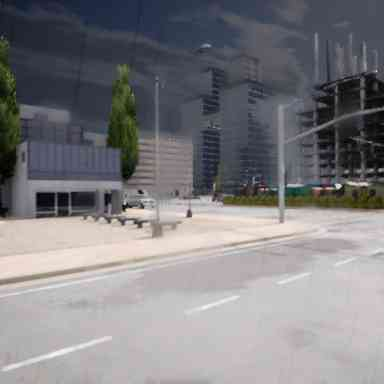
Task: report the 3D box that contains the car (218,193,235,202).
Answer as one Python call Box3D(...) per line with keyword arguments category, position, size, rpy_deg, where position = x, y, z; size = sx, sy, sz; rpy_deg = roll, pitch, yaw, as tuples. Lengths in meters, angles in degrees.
Box3D(category="car", position=(7.787, 1.373, 67.950), size=(3.806, 1.475, 1.970), rpy_deg=(0, 0, -40))

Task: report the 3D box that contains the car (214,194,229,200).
Box3D(category="car", position=(8.428, 1.381, 94.338), size=(3.806, 1.475, 1.970), rpy_deg=(0, 0, -40))

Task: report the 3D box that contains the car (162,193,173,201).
Box3D(category="car", position=(-6.699, 1.249, 85.192), size=(3.866, 1.878, 1.905), rpy_deg=(0, 0, -40))

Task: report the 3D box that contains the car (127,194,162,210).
Box3D(category="car", position=(-6.902, 1.297, 45.476), size=(2.150, 2.045, 5.566), rpy_deg=(0, 0, -38))

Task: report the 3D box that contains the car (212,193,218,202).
Box3D(category="car", position=(5.934, 1.149, 70.176), size=(3.866, 1.878, 1.905), rpy_deg=(0, 0, -40))

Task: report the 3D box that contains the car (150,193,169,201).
Box3D(category="car", position=(-8.516, 1.261, 87.446), size=(4.605, 1.855, 1.932), rpy_deg=(0, 0, -40))
